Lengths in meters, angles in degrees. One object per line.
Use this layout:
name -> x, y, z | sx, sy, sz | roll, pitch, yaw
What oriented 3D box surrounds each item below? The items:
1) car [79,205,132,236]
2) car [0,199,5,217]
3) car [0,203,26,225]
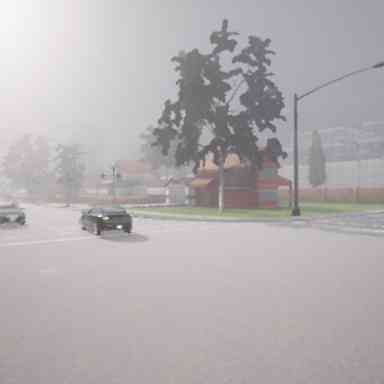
car -> -4.871, 1.483, 18.552 | 1.837, 1.490, 4.892 | 1, -1, -32
car -> -19.367, 1.512, 31.842 | 1.882, 1.535, 5.008 | -1, 1, -37
car -> -13.076, 1.513, 23.482 | 2.128, 1.511, 4.902 | -1, 0, -37
